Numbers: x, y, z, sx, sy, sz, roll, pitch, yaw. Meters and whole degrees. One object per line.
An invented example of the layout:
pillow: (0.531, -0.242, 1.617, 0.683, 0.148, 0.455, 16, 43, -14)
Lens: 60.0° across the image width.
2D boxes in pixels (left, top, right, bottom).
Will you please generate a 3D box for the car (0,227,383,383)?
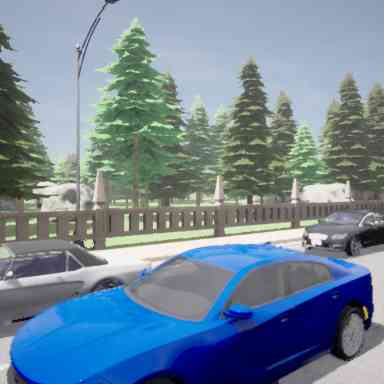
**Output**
car: (0.443, 1.478, 4.340, 5.008, 1.535, 1.882, 0, 0, -37)

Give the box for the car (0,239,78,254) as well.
car: (-3.179, 1.601, 6.005, 4.718, 1.301, 1.895, 0, 0, -37)

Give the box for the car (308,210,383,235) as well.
car: (6.320, 1.492, 13.088, 4.902, 1.511, 2.128, 0, 0, -37)
